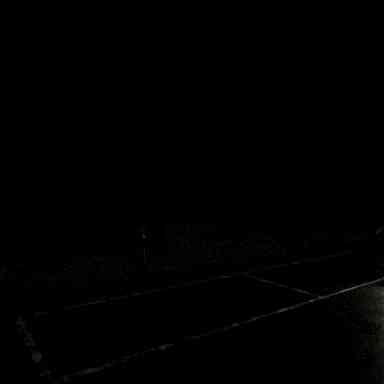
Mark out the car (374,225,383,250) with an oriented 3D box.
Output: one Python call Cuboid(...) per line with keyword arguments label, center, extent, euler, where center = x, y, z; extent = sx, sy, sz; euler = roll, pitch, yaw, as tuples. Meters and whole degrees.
Cuboid(label="car", center=(8.861, 1.439, 12.956), extent=(4.097, 1.590, 1.967), euler=(0, -1, -35))
